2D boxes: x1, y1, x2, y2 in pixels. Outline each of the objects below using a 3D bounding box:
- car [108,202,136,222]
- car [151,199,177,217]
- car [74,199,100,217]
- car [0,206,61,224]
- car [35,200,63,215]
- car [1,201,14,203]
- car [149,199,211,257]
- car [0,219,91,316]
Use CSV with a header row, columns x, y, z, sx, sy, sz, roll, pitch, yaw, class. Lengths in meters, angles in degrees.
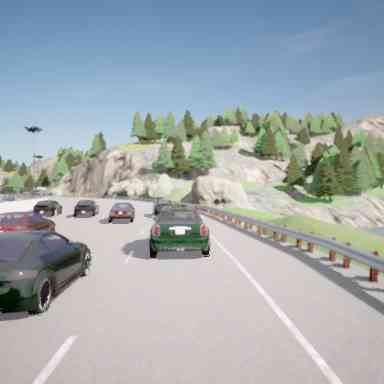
x,y,z,sx,sy,sz,roll,pitch,yaw,class
-5.377,1.507,25.867,2.033,1.411,5.357,0,0,-8,car
-2.721,1.436,31.299,2.128,1.511,4.902,0,0,-9,car
-9.780,1.462,31.083,1.837,1.490,4.892,0,0,-10,car
-7.700,1.548,15.007,1.994,1.385,4.181,0,0,-5,car
-13.306,1.468,30.923,1.837,1.490,4.892,0,0,-10,car
-30.649,1.472,55.886,1.812,1.442,4.674,0,0,-18,car
-0.527,1.328,13.090,2.097,1.767,4.553,0,0,-4,car
-3.700,1.556,7.524,1.994,1.385,4.181,0,0,-2,car
